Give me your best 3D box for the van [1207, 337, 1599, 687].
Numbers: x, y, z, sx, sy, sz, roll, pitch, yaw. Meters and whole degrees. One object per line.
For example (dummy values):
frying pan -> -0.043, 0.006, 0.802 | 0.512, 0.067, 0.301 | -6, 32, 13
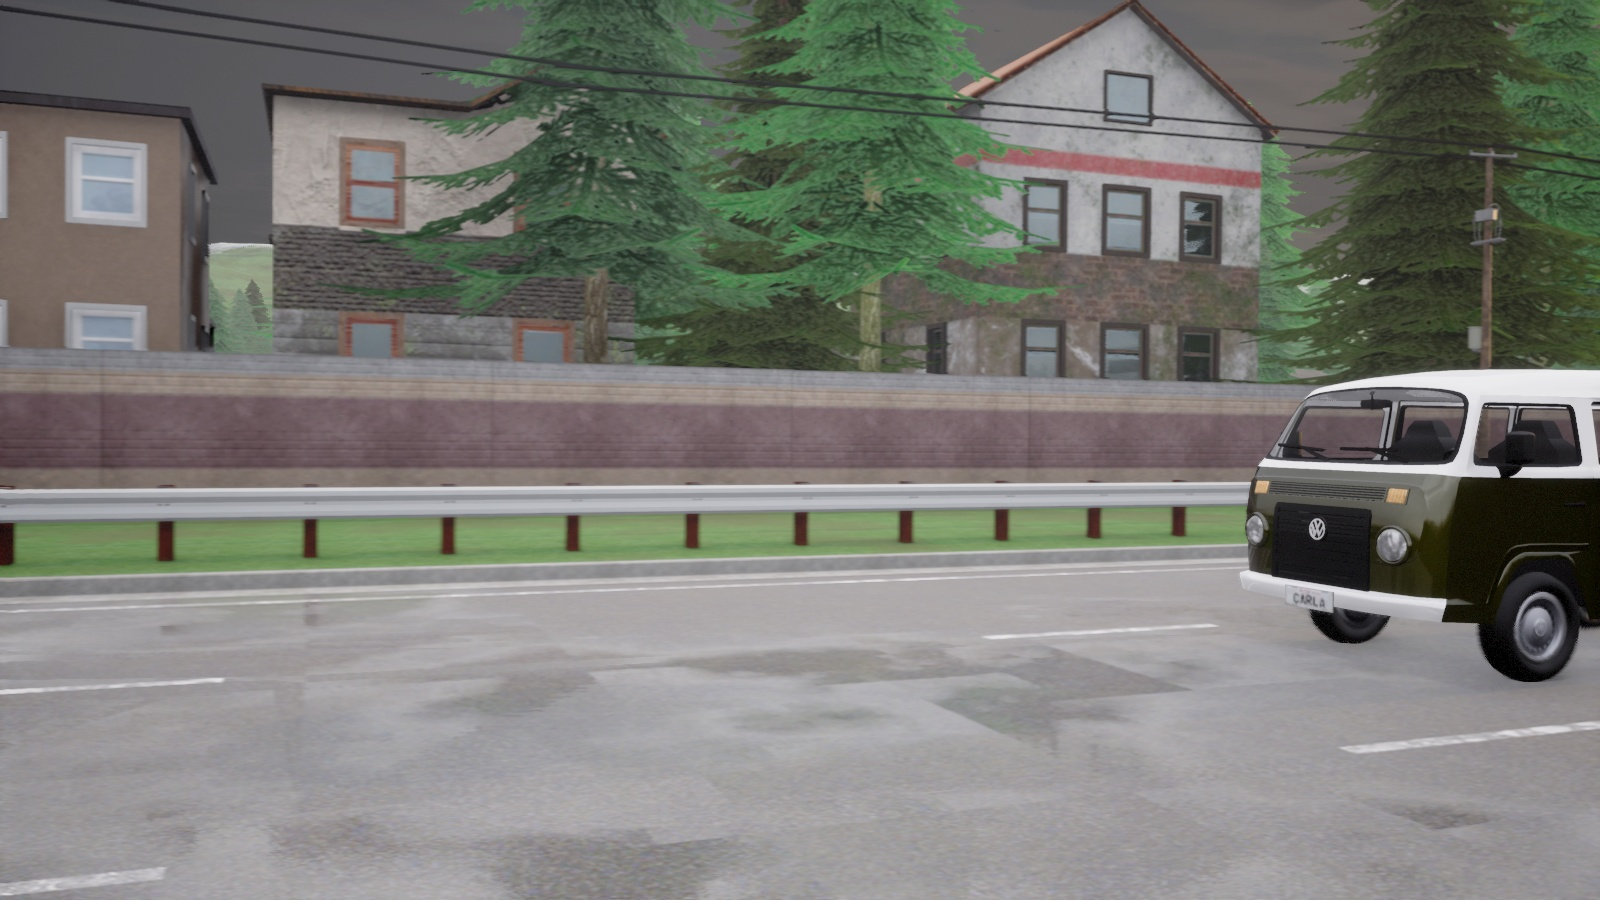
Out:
van -> 5.457, 0.315, 9.051 | 4.480, 2.038, 2.069 | -1, 1, -21
